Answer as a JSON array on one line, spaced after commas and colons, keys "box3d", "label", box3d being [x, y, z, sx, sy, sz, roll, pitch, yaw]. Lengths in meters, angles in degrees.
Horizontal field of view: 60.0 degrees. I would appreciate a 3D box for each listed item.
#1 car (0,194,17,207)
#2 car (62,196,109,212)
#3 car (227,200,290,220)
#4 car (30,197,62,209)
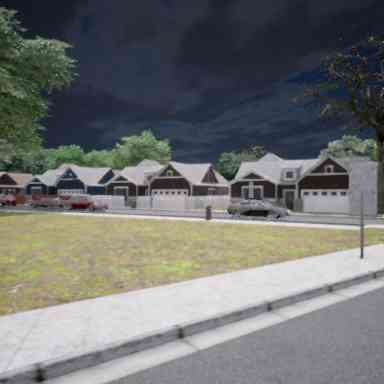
[{"box3d": [-26.509, 1.130, 46.222, 4.553, 1.767, 2.097, 0, 0, 27], "label": "car"}, {"box3d": [-10.968, 1.183, 34.976, 4.553, 1.767, 2.097, 0, 0, 28], "label": "car"}, {"box3d": [5.200, 1.383, 26.175, 4.902, 1.511, 2.128, 0, 0, 30], "label": "car"}, {"box3d": [-17.979, 1.355, 41.864, 5.357, 1.411, 2.033, 0, 0, 28], "label": "car"}]
